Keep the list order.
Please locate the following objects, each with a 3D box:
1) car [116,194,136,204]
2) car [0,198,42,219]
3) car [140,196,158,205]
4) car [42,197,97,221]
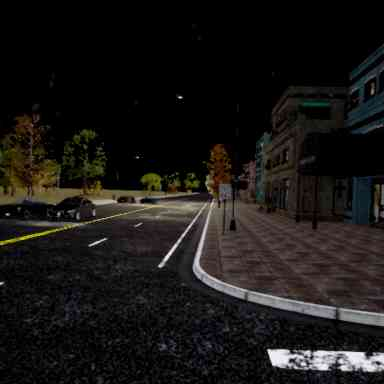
[{"bbox_3d":[-9.595,1.054,48.824,1.994,1.385,4.181,2,0,4],"label":"car"},{"bbox_3d":[-11.477,1.102,23.190,1.895,1.301,4.718,2,0,4],"label":"car"},{"bbox_3d":[-6.320,1.225,49.060,1.895,1.301,4.718,2,0,4],"label":"car"},{"bbox_3d":[-8.207,1.141,23.352,1.837,1.490,4.892,2,0,4],"label":"car"}]
